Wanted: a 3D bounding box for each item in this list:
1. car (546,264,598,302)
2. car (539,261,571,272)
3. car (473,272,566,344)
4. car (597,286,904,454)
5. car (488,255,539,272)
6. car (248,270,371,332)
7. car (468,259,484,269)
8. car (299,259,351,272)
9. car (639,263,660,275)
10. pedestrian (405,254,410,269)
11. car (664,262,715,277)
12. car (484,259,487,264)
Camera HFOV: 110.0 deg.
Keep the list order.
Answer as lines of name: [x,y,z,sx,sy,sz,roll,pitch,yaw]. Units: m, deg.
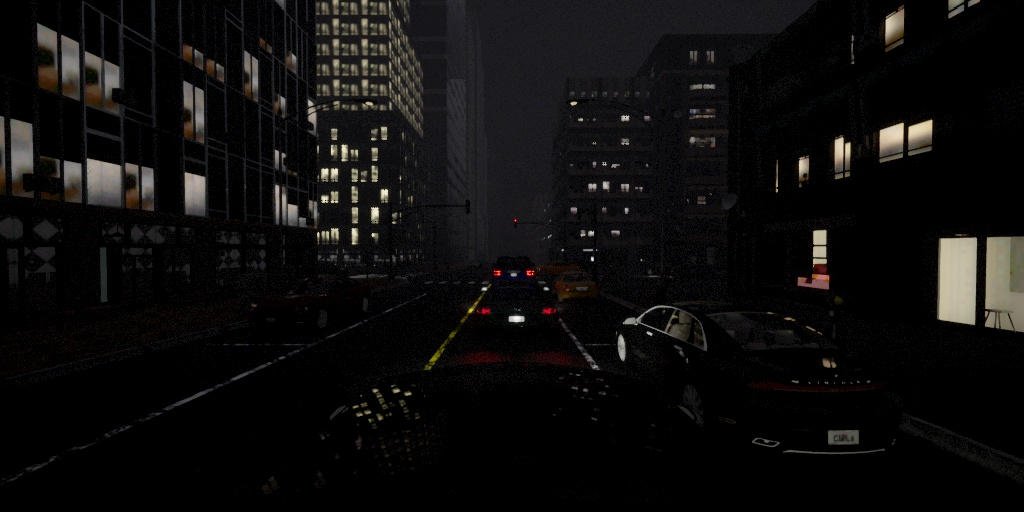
car: [2.811,1.271,16.678,1.751,1.417,4.829,0,0,0]
car: [4.338,1.239,35.899,5.008,1.535,1.882,1,0,-18]
car: [0.094,1.312,9.643,1.994,1.385,4.181,0,0,0]
car: [2.816,1.299,5.220,2.007,1.370,4.403,0,0,0]
car: [0.085,0.967,19.451,2.150,2.045,5.566,0,0,0]
car: [-5.826,1.292,10.918,1.888,1.381,4.507,0,0,0]
car: [-5.716,1.264,54.290,1.751,1.417,4.829,0,0,0]
car: [-17.874,1.154,34.310,4.674,1.442,1.812,1,1,2]
car: [16.290,1.373,39.654,4.403,1.370,2.007,0,0,1]
pedestrian: [-12.568,0.670,42.974,0.375,1.860,0.375,0,0,1]
car: [18.534,1.448,37.024,4.181,1.385,1.994,0,1,1]
car: [-5.719,1.304,60.114,1.948,1.339,4.313,0,0,0]
